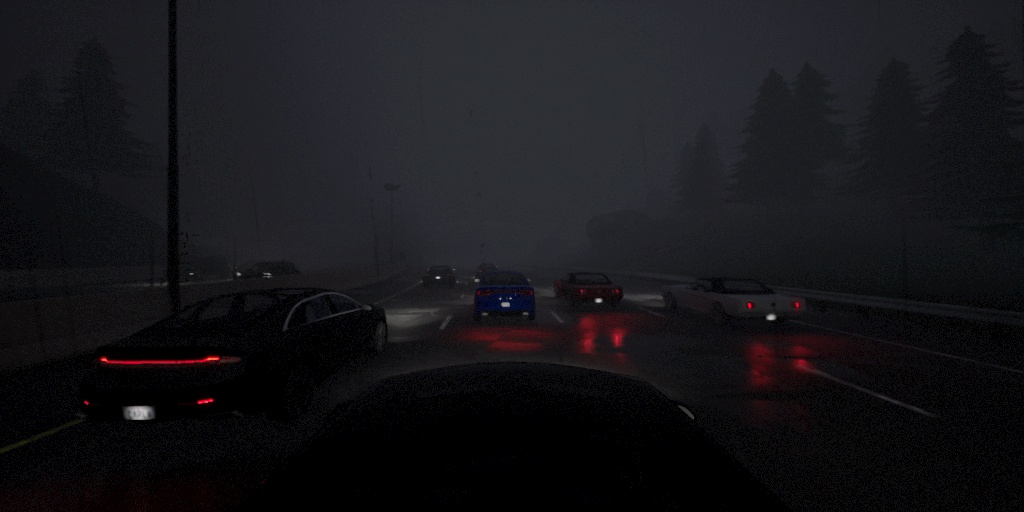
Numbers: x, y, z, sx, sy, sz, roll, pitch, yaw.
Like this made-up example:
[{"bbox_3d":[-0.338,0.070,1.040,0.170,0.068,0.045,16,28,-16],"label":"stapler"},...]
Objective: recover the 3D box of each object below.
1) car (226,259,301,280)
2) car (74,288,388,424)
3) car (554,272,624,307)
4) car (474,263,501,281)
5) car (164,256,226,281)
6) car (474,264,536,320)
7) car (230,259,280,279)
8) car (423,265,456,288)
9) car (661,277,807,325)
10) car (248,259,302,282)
[{"bbox_3d":[-15.430,1.134,22.839,2.097,1.767,4.553,0,0,-7],"label":"car"},{"bbox_3d":[-3.536,1.249,5.772,2.128,1.511,4.902,0,0,-1],"label":"car"},{"bbox_3d":[3.037,1.345,15.357,1.895,1.301,4.718,0,0,-4],"label":"car"},{"bbox_3d":[-2.125,1.319,30.515,1.994,1.385,4.181,0,0,-8],"label":"car"},{"bbox_3d":[-27.160,1.030,31.252,2.150,2.045,5.566,0,0,-9],"label":"car"},{"bbox_3d":[-0.314,1.229,12.673,1.882,1.535,5.008,0,0,-3],"label":"car"},{"bbox_3d":[-24.034,1.152,33.771,2.097,1.767,4.553,0,0,-9],"label":"car"},{"bbox_3d":[-4.849,1.325,24.382,1.994,1.385,4.181,0,0,-6],"label":"car"},{"bbox_3d":[6.759,1.337,11.719,1.895,1.301,4.718,0,0,-3],"label":"car"},{"bbox_3d":[-19.972,1.143,30.481,2.097,1.767,4.553,0,0,-9],"label":"car"}]
